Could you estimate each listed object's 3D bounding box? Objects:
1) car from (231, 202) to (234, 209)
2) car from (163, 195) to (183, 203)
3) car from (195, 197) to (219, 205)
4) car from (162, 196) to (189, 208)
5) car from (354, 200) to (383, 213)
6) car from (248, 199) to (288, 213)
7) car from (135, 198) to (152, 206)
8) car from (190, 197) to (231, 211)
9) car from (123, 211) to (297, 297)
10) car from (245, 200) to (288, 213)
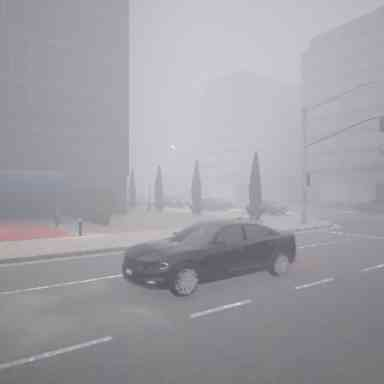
[{"bbox_3d":[3.752,1.564,44.849,1.994,1.385,4.181,0,0,-35],"label":"car"},{"bbox_3d":[-4.009,1.478,68.544,1.882,1.535,5.008,0,0,-35],"label":"car"},{"bbox_3d":[2.618,1.601,59.050,1.895,1.301,4.718,0,0,-35],"label":"car"},{"bbox_3d":[-3.005,1.352,48.426,2.097,1.767,4.553,0,0,-35],"label":"car"},{"bbox_3d":[19.508,1.564,35.109,1.994,1.385,4.181,0,0,-39],"label":"car"},{"bbox_3d":[8.561,1.564,37.958,1.994,1.385,4.181,0,0,-35],"label":"car"},{"bbox_3d":[-8.576,1.601,56.463,1.895,1.301,4.718,0,0,-34],"label":"car"},{"bbox_3d":[2.166,1.505,41.004,1.837,1.490,4.892,0,0,-35],"label":"car"},{"bbox_3d":[0.652,1.477,8.754,5.008,1.535,1.882,0,0,-35],"label":"car"},{"bbox_3d":[7.415,1.526,33.484,1.812,1.442,4.674,0,0,-38],"label":"car"}]
